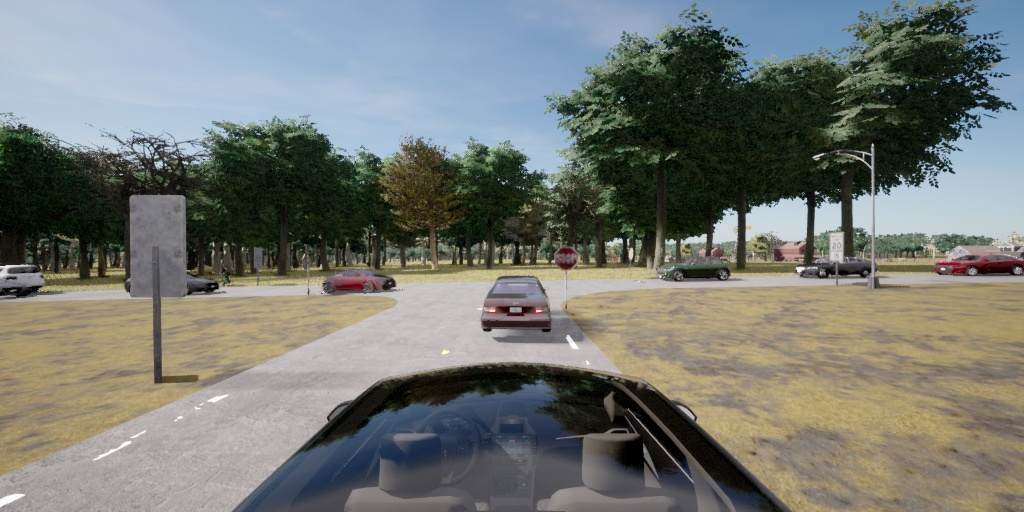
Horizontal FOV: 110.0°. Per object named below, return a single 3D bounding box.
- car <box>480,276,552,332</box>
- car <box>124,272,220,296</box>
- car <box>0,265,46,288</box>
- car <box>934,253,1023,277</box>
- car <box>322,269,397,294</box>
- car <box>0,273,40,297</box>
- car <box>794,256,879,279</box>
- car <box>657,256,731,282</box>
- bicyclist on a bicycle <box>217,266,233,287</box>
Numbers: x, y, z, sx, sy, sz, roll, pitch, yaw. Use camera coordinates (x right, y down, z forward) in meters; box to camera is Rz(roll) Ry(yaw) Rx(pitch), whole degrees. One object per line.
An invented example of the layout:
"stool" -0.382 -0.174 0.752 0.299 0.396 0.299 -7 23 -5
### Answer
"car" 0.172 1.295 10.829 2.033 1.411 5.357 0 0 2
"car" -20.993 1.674 22.244 4.892 1.490 1.837 -1 1 0
"car" -36.579 1.728 25.219 5.566 2.045 2.150 -1 1 0
"car" 32.684 0.591 25.098 5.008 1.535 1.882 -1 1 0
"car" -9.174 1.481 21.638 4.181 1.385 1.994 -1 1 11
"car" -32.921 2.021 22.278 4.181 1.385 1.994 -1 1 1
"car" 22.604 0.770 25.120 4.902 1.511 2.128 -1 1 0
"car" 12.585 0.811 25.076 4.553 1.767 2.097 -1 1 -1
"bicyclist on a bicycle" -22.625 1.603 28.221 0.582 1.620 1.656 -1 0 0
